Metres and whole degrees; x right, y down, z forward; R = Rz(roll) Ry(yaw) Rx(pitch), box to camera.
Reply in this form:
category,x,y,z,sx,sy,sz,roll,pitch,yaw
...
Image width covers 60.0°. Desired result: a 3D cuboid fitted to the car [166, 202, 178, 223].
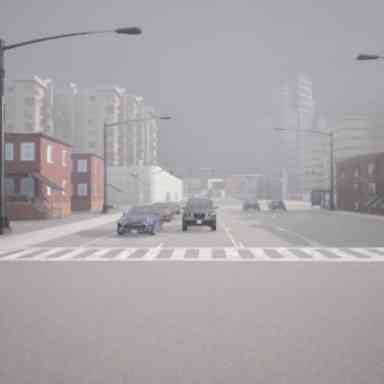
category,x,y,z,sx,sy,sz,roll,pitch,yaw
car,-2.692,1.689,29.049,2.097,1.767,4.553,0,-1,2

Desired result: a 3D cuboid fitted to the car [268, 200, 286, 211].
category,x,y,z,sx,sy,sz,roll,pitch,yaw
car,12.244,1.939,48.114,1.837,1.490,4.892,0,-1,4

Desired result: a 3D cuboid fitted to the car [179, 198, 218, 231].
category,x,y,z,sx,sy,sz,roll,pitch,yaw
car,0.556,1.467,22.739,2.150,2.045,5.566,0,-1,2

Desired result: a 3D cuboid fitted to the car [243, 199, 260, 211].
category,x,y,z,sx,sy,sz,roll,pitch,yaw
car,8.745,1.826,49.364,2.097,1.767,4.553,0,-1,3

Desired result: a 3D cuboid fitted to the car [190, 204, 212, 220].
category,x,y,z,sx,sy,sz,roll,pitch,yaw
car,0.966,1.914,32.736,1.994,1.385,4.181,0,-1,3

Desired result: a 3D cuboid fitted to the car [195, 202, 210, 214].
category,x,y,z,sx,sy,sz,roll,pitch,yaw
car,1.389,2.059,43.000,1.895,1.301,4.718,0,-1,3

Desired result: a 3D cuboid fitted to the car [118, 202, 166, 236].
category,x,y,z,sx,sy,sz,roll,pitch,yaw
car,-3.039,1.597,20.293,2.097,1.767,4.553,0,-1,2
